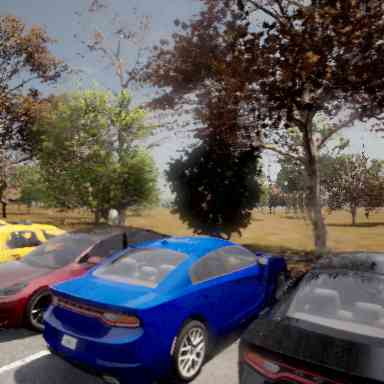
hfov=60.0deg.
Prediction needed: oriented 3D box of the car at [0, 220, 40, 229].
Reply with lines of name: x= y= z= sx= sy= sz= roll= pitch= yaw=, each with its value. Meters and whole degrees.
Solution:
car: x=-4.255 y=1.526 z=9.021 sx=1.946 sy=1.575 sz=5.366 roll=0 pitch=0 yaw=35

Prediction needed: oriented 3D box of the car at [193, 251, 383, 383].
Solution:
car: x=2.342 y=1.484 z=4.084 sx=2.097 sy=1.535 sz=5.008 roll=-1 pitch=0 yaw=35

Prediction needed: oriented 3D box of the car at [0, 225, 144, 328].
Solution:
car: x=-2.217 y=1.555 z=7.304 sx=2.163 sy=1.488 sz=4.792 roll=0 pitch=0 yaw=35

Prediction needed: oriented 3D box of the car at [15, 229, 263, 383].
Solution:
car: x=0.070 y=1.508 z=5.704 sx=2.097 sy=1.535 sz=5.008 roll=0 pitch=0 yaw=35
